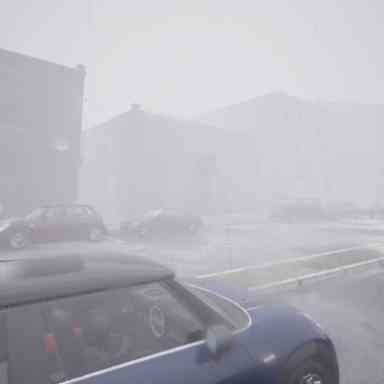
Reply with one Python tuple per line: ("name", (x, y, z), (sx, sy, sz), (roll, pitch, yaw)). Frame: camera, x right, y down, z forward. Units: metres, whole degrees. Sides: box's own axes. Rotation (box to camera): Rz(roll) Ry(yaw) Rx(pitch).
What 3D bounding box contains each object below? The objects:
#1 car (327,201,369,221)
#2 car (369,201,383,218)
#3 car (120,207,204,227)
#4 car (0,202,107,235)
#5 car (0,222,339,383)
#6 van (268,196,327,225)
("car", (11.954, 1.526, 27.231), (4.792, 1.488, 2.163), (0, 0, -36))
("car", (16.409, 1.546, 30.450), (4.674, 1.452, 2.002), (0, -2, -36))
("car", (-1.486, 1.510, 17.585), (4.674, 1.452, 2.002), (0, 0, -36))
("car", (-6.052, 1.335, 14.307), (4.553, 1.767, 2.185), (0, 0, -36))
("car", (-0.725, 1.353, 2.924), (4.553, 1.767, 2.097), (0, 0, -36))
("van", (7.396, 1.262, 23.958), (4.442, 1.987, 1.878), (0, 0, -36))
